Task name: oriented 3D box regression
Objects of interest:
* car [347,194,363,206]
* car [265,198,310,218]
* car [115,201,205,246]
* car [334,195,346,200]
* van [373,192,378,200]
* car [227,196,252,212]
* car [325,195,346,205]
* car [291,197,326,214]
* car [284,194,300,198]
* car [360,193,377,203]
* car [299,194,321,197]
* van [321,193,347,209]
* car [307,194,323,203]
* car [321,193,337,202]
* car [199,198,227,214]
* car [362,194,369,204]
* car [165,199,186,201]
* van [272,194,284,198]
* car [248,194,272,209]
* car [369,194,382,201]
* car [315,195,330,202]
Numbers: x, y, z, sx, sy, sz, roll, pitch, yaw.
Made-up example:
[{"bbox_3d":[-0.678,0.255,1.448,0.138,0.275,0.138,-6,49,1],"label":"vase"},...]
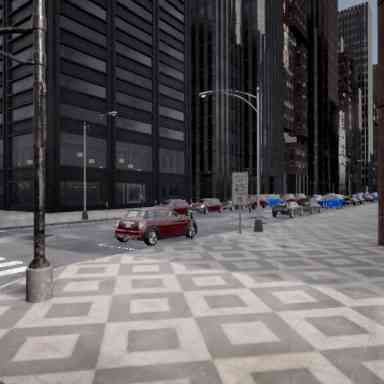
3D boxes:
[{"bbox_3d":[24.726,1.420,51.633,1.947,1.339,4.313,0,0,36],"label":"car"},{"bbox_3d":[8.354,1.463,28.862,2.008,1.369,4.403,0,0,36],"label":"car"},{"bbox_3d":[-1.469,1.393,15.200,1.967,1.590,4.097,0,0,36],"label":"car"},{"bbox_3d":[37.443,1.396,83.923,1.947,1.339,4.313,0,0,36],"label":"car"},{"bbox_3d":[37.823,1.157,69.850,1.690,1.788,3.998,0,0,36],"label":"van"},{"bbox_3d":[4.697,1.481,38.379,2.008,1.369,4.403,0,0,36],"label":"car"},{"bbox_3d":[23.713,1.351,54.781,2.128,1.511,4.902,0,0,35],"label":"car"},{"bbox_3d":[11.629,1.465,33.417,1.947,1.339,4.313,0,0,36],"label":"car"},{"bbox_3d":[14.520,1.210,52.042,2.192,1.841,5.009,0,0,36],"label":"car"},{"bbox_3d":[34.549,1.370,65.296,1.887,1.381,4.507,0,0,36],"label":"car"},{"bbox_3d":[16.357,1.362,44.556,1.882,1.535,5.008,0,0,36],"label":"car"},{"bbox_3d":[18.177,1.217,42.525,1.690,1.788,3.998,0,0,36],"label":"van"},{"bbox_3d":[24.344,1.305,65.706,1.967,1.590,4.097,0,0,36],"label":"car"},{"bbox_3d":[30.893,1.162,74.814,2.192,1.841,5.009,0,0,36],"label":"car"},{"bbox_3d":[1.422,1.383,33.824,1.967,1.590,4.097,0,0,36],"label":"car"},{"bbox_3d":[28.000,1.409,56.187,1.947,1.339,4.313,0,0,36],"label":"car"},{"bbox_3d":[-1.853,1.397,29.270,1.967,1.590,4.097,0,0,36],"label":"car"},{"bbox_3d":[11.245,1.247,47.487,1.690,1.788,3.998,0,0,36],"label":"van"},{"bbox_3d":[7.971,1.233,42.933,2.192,1.841,5.009,0,0,36],"label":"car"},{"bbox_3d":[41.098,1.247,74.404,1.967,1.590,4.097,0,0,36],"label":"car"},{"bbox_3d":[27.619,1.407,70.260,2.008,1.369,4.403,0,0,36],"label":"car"}]
